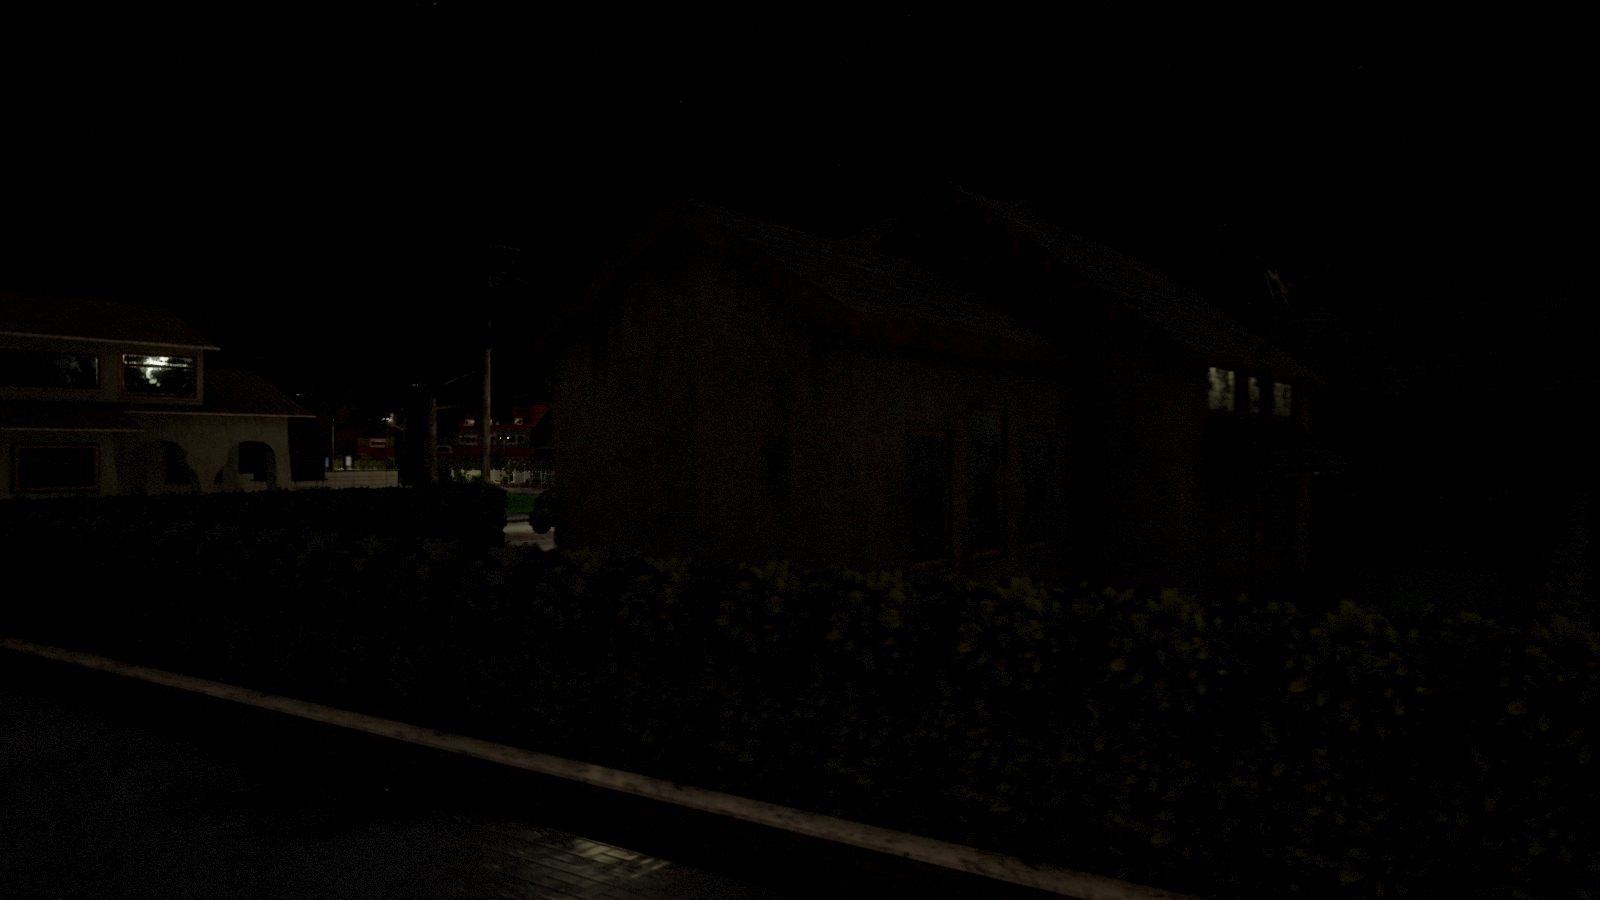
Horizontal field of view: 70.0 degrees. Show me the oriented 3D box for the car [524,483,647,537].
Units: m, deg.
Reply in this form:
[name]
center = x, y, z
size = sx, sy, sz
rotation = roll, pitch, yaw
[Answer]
[car]
center = -7.332, 2.015, 39.360
size = 1.851, 1.617, 3.988
rotation = 0, 0, 35
